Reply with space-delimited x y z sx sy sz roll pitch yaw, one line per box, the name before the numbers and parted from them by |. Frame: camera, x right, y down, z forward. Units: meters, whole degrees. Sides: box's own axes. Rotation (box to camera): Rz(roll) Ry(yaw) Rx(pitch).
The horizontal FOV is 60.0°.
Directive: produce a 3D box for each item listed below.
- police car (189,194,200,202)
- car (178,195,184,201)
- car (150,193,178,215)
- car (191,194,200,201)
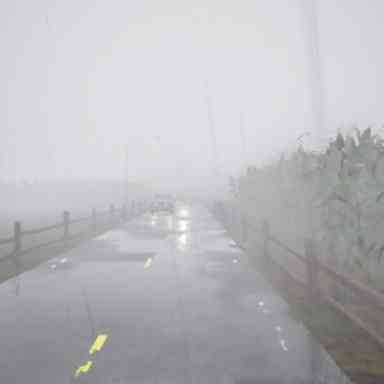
police car | 0.846 1.364 72.688 1.930 1.638 5.238 0 0 0
car | -2.729 1.325 73.498 1.895 1.301 4.718 0 0 0
car | -2.835 1.124 33.312 2.150 2.045 5.566 0 0 0
car | 0.848 1.329 82.550 2.097 1.767 4.553 0 0 0
